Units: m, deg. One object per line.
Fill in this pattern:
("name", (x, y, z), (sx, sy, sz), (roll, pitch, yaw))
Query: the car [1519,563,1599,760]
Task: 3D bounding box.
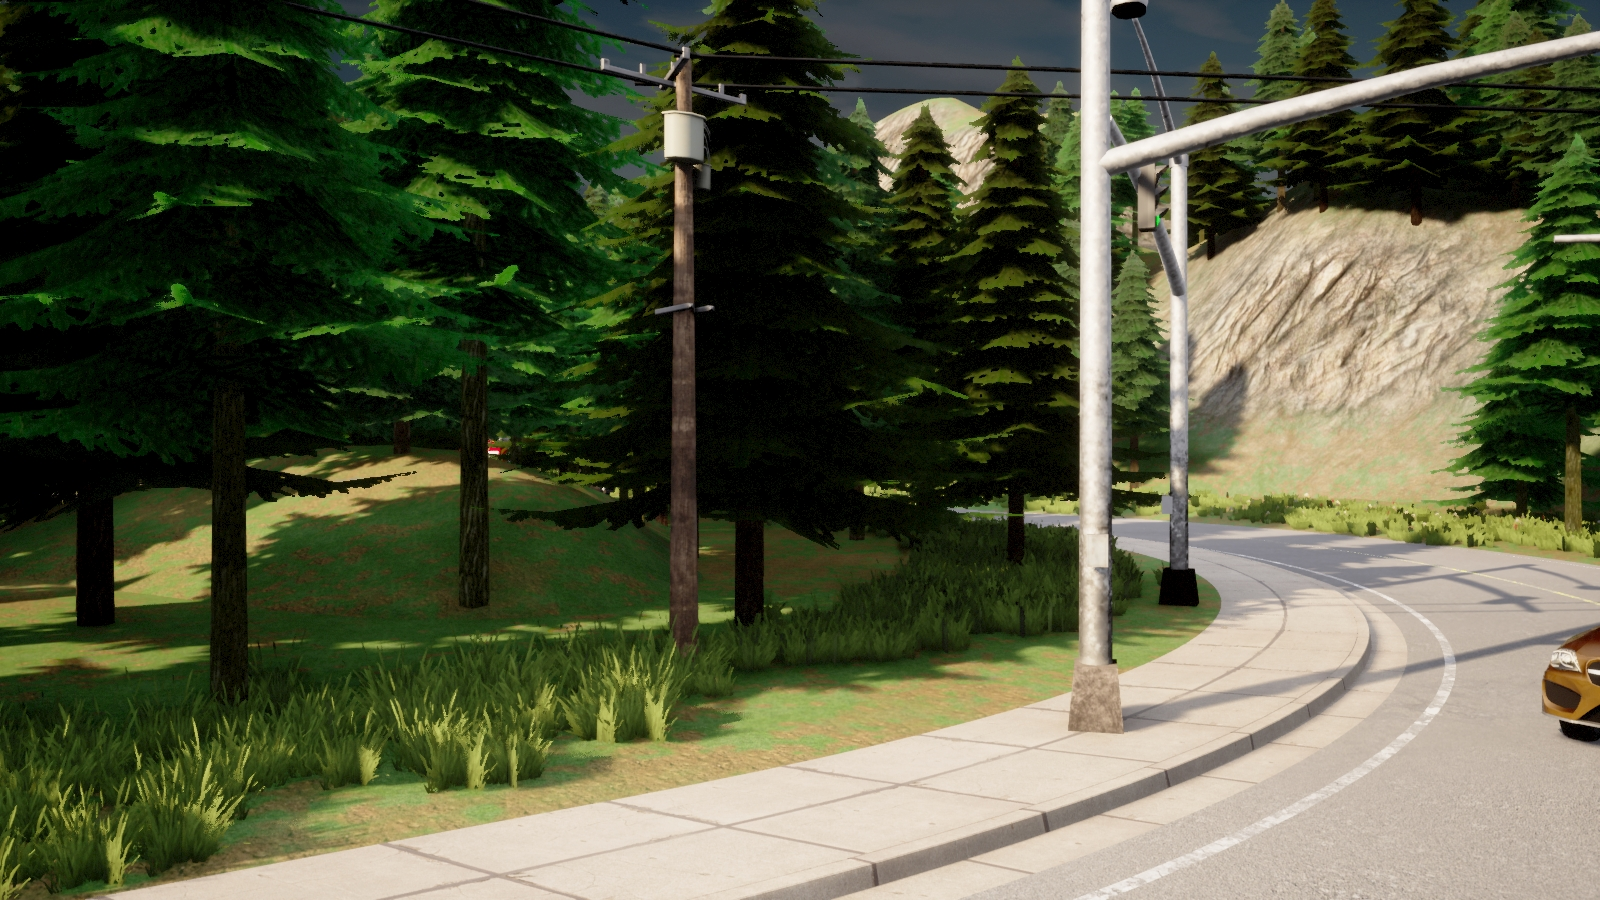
("car", (9.577, 1.970, 11.147), (5.027, 1.651, 2.152), (0, 0, -29))
